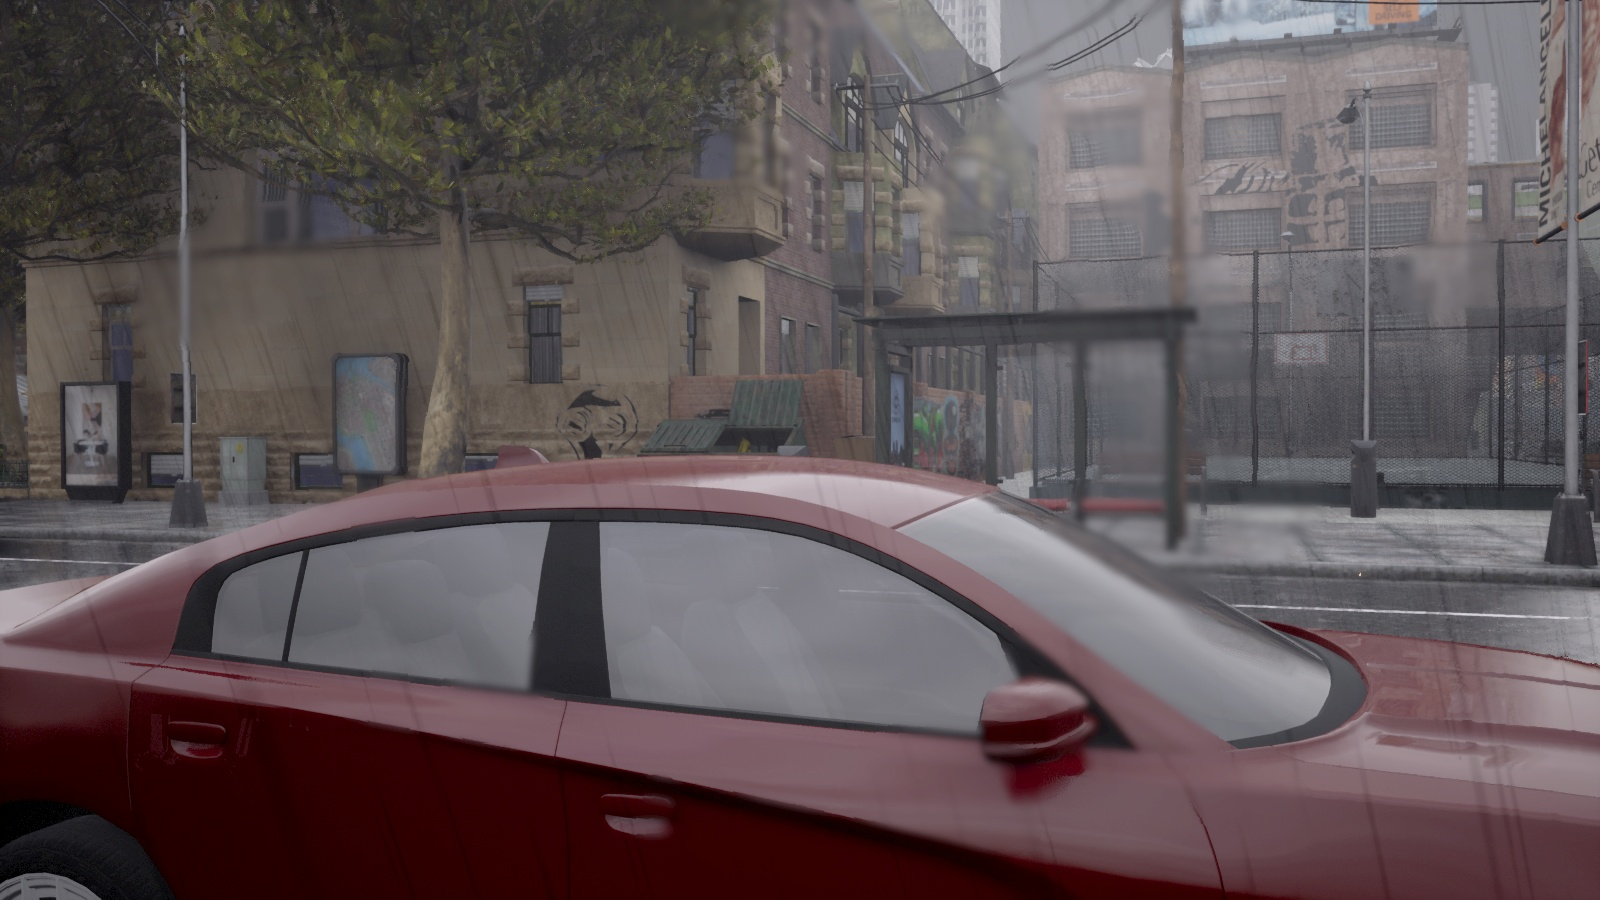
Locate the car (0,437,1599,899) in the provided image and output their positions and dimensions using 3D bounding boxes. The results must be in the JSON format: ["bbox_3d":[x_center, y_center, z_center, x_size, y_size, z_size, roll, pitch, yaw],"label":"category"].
[{"bbox_3d":[0.026,0.754,3.152,5.008,1.535,1.882,1,1,18],"label":"car"}]
